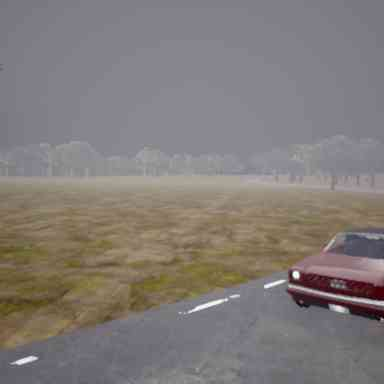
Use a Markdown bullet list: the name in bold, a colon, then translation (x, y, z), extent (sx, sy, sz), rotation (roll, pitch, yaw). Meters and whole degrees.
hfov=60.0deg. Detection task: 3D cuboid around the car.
- **car**: translation (3.737, 1.465, 6.819), extent (1.895, 1.301, 4.718), rotation (0, 1, 42)
